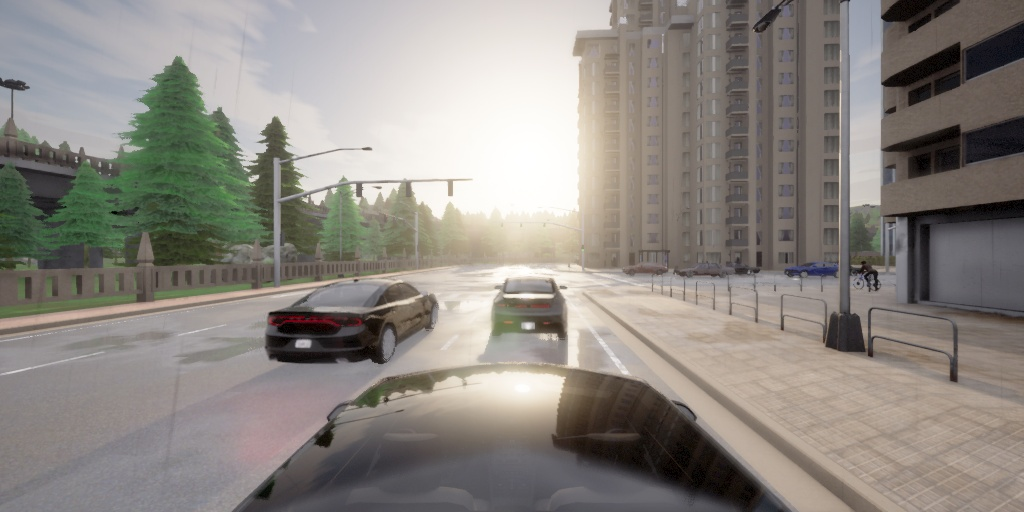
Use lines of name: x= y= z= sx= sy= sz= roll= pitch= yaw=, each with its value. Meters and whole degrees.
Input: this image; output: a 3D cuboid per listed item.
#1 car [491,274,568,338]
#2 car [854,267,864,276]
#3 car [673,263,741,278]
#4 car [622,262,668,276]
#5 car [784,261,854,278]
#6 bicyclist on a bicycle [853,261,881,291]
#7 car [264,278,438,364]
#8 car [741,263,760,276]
car: x=0.523 y=1.256 z=10.192 sx=1.837 sy=1.490 sz=4.892 roll=0 pitch=0 yaw=4
car: x=33.370 y=1.406 z=37.281 sx=4.718 sy=1.301 sz=1.895 roll=0 pitch=0 yaw=3
car: x=18.477 y=1.353 z=34.541 sx=5.357 sy=1.411 sz=2.033 roll=0 pitch=0 yaw=3
car: x=14.165 y=1.331 z=38.256 sx=4.674 sy=1.442 sz=1.812 roll=0 pitch=0 yaw=4
car: x=28.723 y=1.283 z=34.026 sx=5.008 sy=1.535 sz=1.882 roll=0 pitch=0 yaw=3
bicyclist on a bicycle: x=19.757 y=1.107 z=19.981 sx=0.582 sy=1.620 sz=1.656 roll=0 pitch=0 yaw=3
car: x=-3.128 y=1.228 z=8.142 sx=1.882 sy=1.535 sz=5.008 roll=0 pitch=0 yaw=4
car: x=23.221 y=1.406 z=37.811 sx=4.718 sy=1.301 sz=1.895 roll=0 pitch=0 yaw=3
